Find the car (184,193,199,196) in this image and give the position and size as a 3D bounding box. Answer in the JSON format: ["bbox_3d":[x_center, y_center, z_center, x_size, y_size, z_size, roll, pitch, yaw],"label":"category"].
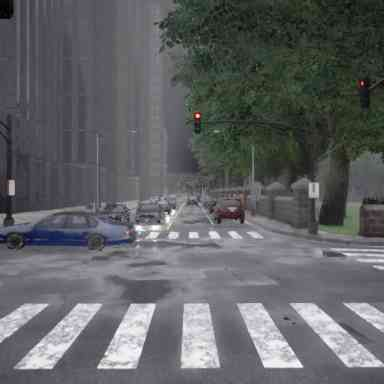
[{"bbox_3d":[0.030,1.426,65.009,2.097,1.767,4.553,0,0,0],"label":"car"}]

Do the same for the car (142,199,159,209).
[{"bbox_3d":[-5.805,1.630,46.914,1.802,1.307,4.206,0,0,0],"label":"car"}]

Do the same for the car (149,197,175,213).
[{"bbox_3d":[-3.118,1.557,35.242,1.812,1.442,4.674,0,0,0],"label":"car"}]

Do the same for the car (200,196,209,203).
[{"bbox_3d":[2.694,1.614,74.382,1.752,1.417,4.829,0,0,0],"label":"car"}]

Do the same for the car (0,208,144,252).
[{"bbox_3d":[-4.852,1.493,13.126,5.357,1.411,2.033,1,0,0],"label":"car"}]

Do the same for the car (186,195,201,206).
[{"bbox_3d":[0.050,1.586,55.246,1.812,1.442,4.674,0,0,0],"label":"car"}]

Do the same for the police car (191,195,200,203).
[{"bbox_3d":[0.831,1.518,75.868,1.930,1.638,5.238,0,0,0],"label":"police car"}]

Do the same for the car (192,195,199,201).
[{"bbox_3d":[0.821,1.617,85.758,1.837,1.490,4.892,0,0,0],"label":"car"}]

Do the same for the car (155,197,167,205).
[{"bbox_3d":[-5.820,1.653,63.286,1.802,1.307,4.206,0,0,0],"label":"car"}]

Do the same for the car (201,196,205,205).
[{"bbox_3d":[2.720,1.599,46.929,2.008,1.369,4.403,0,0,0],"label":"car"}]

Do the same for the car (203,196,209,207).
[{"bbox_3d":[2.725,1.591,41.473,2.008,1.369,4.403,0,0,0],"label":"car"}]

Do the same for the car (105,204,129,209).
[{"bbox_3d":[-5.784,1.584,25.086,1.947,1.339,4.313,0,0,0],"label":"car"}]

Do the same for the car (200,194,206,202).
[{"bbox_3d":[2.715,1.496,52.386,1.967,1.590,4.097,0,0,0],"label":"car"}]

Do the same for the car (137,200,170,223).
[{"bbox_3d":[-3.124,1.566,25.605,2.033,1.411,5.357,0,0,0],"label":"car"}]

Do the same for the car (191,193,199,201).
[{"bbox_3d":[0.816,1.347,91.788,2.150,2.045,5.566,0,0,0],"label":"car"}]

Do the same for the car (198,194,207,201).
[{"bbox_3d":[2.684,1.424,85.125,2.192,1.841,5.009,0,0,0],"label":"car"}]

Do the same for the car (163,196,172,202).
[{"bbox_3d":[-5.836,1.643,79.657,1.887,1.381,4.507,0,0,0],"label":"car"}]

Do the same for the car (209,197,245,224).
[{"bbox_3d":[2.741,1.333,25.104,2.192,1.841,5.009,0,0,0],"label":"car"}]

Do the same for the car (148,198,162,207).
[{"bbox_3d":[-5.810,1.638,52.371,1.802,1.307,4.206,0,0,0],"label":"car"}]

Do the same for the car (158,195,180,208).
[{"bbox_3d":[-3.131,1.537,45.509,2.128,1.511,4.902,0,0,0],"label":"car"}]

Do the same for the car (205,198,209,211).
[{"bbox_3d":[2.730,1.599,36.016,1.947,1.339,4.313,0,0,0],"label":"car"}]

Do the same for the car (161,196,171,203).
[{"bbox_3d":[-5.830,1.633,74.199,1.887,1.381,4.507,0,0,0],"label":"car"}]
